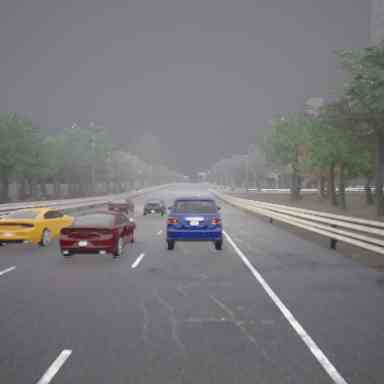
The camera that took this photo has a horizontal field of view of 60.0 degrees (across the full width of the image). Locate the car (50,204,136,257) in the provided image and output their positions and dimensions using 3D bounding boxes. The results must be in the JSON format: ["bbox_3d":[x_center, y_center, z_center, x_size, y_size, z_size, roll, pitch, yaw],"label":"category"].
[{"bbox_3d":[-3.404,1.455,12.867,1.882,1.535,5.008,0,0,0],"label":"car"}]

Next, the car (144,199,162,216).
[{"bbox_3d":[-3.406,1.417,31.412,1.837,1.490,4.892,0,0,0],"label":"car"}]

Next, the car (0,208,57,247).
[{"bbox_3d":[-6.903,1.450,15.032,1.882,1.535,5.008,0,0,0],"label":"car"}]

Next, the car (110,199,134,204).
[{"bbox_3d":[-6.907,1.382,32.840,1.882,1.535,5.008,0,0,0],"label":"car"}]

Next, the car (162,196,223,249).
[{"bbox_3d":[0.108,1.195,14.560,2.150,2.045,5.566,0,0,0],"label":"car"}]

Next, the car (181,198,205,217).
[{"bbox_3d":[0.094,1.404,31.312,2.128,1.511,4.902,0,0,0],"label":"car"}]
